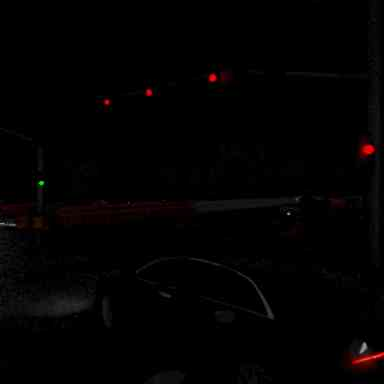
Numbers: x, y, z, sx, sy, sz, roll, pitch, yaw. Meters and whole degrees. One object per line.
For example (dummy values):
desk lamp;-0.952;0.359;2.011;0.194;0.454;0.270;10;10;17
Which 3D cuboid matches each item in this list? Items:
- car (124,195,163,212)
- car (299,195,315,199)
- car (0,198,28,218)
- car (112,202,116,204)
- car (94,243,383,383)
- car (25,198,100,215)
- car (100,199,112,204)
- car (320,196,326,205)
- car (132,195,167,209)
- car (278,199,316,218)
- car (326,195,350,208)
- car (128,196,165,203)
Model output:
car;-5.651;1.310;39.204;2.097;1.767;4.553;0;0;35
car;20.433;1.364;58.681;1.882;1.535;5.008;0;0;35
car;-16.315;1.341;29.789;2.097;1.767;4.553;0;0;34
car;-10.973;1.517;37.612;2.033;1.411;5.357;0;0;34
car;0.341;1.499;4.726;1.837;1.490;4.892;-1;1;-42
car;-10.121;1.460;26.456;1.882;1.535;5.008;0;0;34
car;-10.430;1.577;32.210;1.895;1.301;4.718;0;0;34
car;23.186;1.376;56.459;2.128;1.511;4.902;0;0;35
car;-5.712;1.303;45.233;2.097;1.767;4.553;0;0;35
car;9.408;1.544;29.915;1.895;1.301;4.718;0;0;34
car;20.695;1.254;46.468;2.097;1.767;4.553;0;0;34
car;-4.780;1.468;34.289;1.837;1.490;4.892;0;0;34
